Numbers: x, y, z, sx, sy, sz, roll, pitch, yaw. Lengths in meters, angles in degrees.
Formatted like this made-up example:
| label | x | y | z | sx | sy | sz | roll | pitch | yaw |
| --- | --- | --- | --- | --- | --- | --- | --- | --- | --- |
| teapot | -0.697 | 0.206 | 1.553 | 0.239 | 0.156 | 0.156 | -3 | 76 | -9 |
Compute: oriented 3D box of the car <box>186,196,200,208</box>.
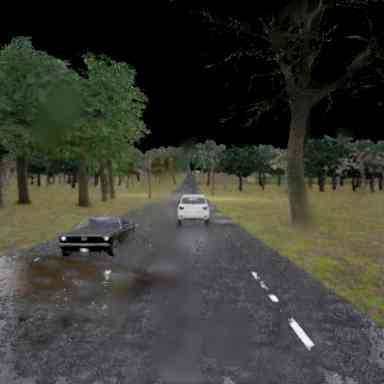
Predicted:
| label | x | y | z | sx | sy | sz | roll | pitch | yaw |
| --- | --- | --- | --- | --- | --- | --- | --- | --- | --- |
| car | 0.104 | 1.279 | 44.093 | 1.812 | 1.442 | 4.674 | 0 | 1 | 0 |

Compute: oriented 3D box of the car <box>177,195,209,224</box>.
| label | x | y | z | sx | sy | sz | roll | pitch | yaw |
| --- | --- | --- | --- | --- | --- | --- | --- | --- | --- |
| car | 0.101 | 1.212 | 24.601 | 2.150 | 2.045 | 5.566 | 0 | 1 | 0 |

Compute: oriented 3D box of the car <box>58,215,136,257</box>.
| label | x | y | z | sx | sy | sz | roll | pitch | yaw |
| --- | --- | --- | --- | --- | --- | --- | --- | --- | --- |
| car | -3.571 | 1.636 | 13.276 | 1.895 | 1.301 | 4.718 | 0 | 0 | 0 |
